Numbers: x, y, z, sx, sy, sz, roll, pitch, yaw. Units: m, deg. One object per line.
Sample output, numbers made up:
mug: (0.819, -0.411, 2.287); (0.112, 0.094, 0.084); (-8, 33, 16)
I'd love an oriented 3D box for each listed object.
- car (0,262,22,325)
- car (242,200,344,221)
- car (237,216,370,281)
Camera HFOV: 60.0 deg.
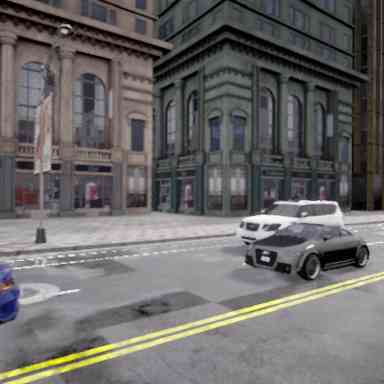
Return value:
car: (-4.787, 1.508, 4.213); (4.674, 1.442, 1.812); (1, -1, -37)
car: (4.564, 1.393, 14.805); (5.566, 2.045, 2.150); (1, 0, -36)
car: (3.619, 1.660, 10.244); (4.181, 1.385, 1.994); (1, 0, -36)
